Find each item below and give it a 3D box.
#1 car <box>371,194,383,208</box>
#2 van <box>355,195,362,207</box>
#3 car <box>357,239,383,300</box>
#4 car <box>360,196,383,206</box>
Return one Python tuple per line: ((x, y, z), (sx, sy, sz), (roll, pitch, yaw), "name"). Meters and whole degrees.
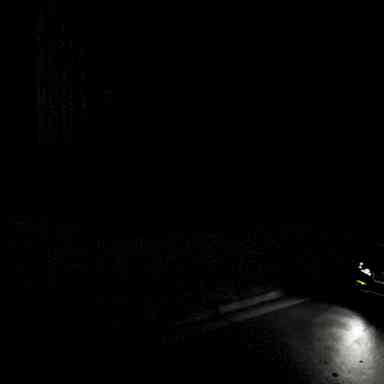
((25.913, 1.245, 43.792), (2.192, 1.841, 5.009), (-2, 0, -35), "car")
((22.627, 1.327, 48.424), (1.690, 1.788, 3.998), (-2, 0, -35), "van")
((5.554, 1.461, 7.332), (4.892, 1.490, 1.837), (0, 0, -35), "car")
((29.579, 1.413, 53.367), (1.947, 1.339, 4.313), (-2, 1, -35), "car")
